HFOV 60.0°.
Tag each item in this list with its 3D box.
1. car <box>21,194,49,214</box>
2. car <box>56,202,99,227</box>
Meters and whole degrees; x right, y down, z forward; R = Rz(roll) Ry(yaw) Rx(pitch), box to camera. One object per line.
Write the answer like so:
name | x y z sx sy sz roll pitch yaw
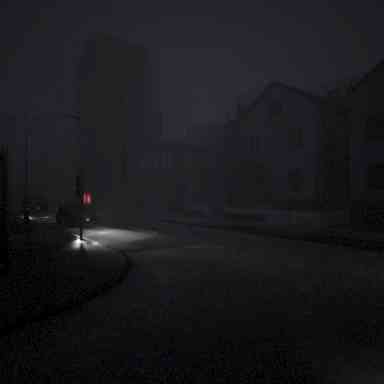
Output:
car | -16.520 1.214 34.894 2.150 2.045 5.566 0 1 -33
car | -8.053 1.490 23.101 2.128 1.511 4.902 0 0 -36
